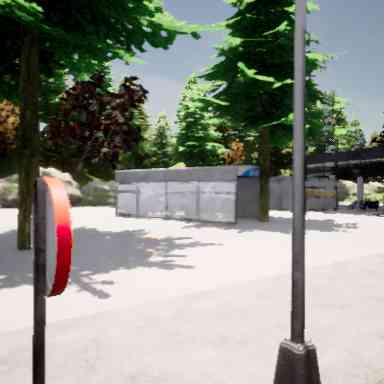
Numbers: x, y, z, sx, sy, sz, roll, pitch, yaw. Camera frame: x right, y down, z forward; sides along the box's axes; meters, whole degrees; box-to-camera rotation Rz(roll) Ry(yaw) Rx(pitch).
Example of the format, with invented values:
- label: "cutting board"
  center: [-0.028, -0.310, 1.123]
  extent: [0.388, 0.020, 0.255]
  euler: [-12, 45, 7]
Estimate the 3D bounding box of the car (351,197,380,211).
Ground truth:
- label: "car"
  center: [19.553, 1.326, 37.528]
  extent: [3.633, 1.501, 1.845]
  euler: [0, 0, -35]
